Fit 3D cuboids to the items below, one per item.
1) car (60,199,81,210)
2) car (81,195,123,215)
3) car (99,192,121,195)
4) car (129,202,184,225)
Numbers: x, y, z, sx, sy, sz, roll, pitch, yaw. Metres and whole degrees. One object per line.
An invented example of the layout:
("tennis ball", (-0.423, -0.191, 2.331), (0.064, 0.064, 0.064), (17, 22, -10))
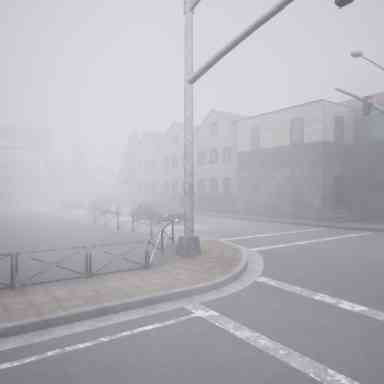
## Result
("car", (-14.073, 1.425, 39.300), (1.895, 1.301, 4.718), (0, 0, -35))
("car", (-8.253, 1.315, 31.027), (2.128, 1.511, 4.902), (0, 0, -35))
("car", (-10.190, 1.046, 40.140), (2.150, 2.045, 5.566), (0, 0, -35))
("car", (-2.507, 1.371, 22.909), (2.033, 1.411, 5.357), (0, 0, -35))
